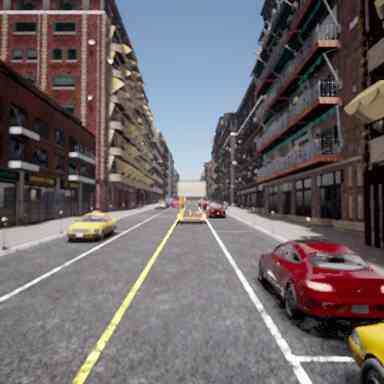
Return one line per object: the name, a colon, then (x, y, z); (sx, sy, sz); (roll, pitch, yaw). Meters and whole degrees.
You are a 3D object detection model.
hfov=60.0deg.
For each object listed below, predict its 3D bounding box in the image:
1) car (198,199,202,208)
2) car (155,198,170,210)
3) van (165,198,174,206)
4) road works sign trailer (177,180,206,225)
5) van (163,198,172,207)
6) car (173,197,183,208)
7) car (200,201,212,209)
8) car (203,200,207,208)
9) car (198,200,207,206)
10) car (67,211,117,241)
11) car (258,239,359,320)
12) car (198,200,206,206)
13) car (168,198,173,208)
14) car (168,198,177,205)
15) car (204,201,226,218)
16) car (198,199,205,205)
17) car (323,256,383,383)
car: (2.557, 2.284, 56.941); (1.887, 1.381, 4.507); (1, -1, 0)
car: (-5.323, 2.263, 56.831); (1.752, 1.417, 4.829); (2, -1, 0)
van: (-5.330, 2.411, 79.124); (1.690, 1.788, 3.998); (1, -1, 0)
road works sign trailer: (-0.023, 0.800, 27.521); (2.380, 3.560, 2.880); (0, -1, 0)
van: (-5.326, 2.325, 73.592); (1.690, 1.788, 3.998); (2, -1, 0)
car: (-2.801, 2.072, 64.631); (2.150, 2.045, 5.566); (0, -1, 1)
car: (2.554, 2.370, 62.473); (2.008, 1.369, 4.403); (1, -1, 0)
car: (2.566, 2.033, 40.523); (1.752, 1.417, 4.829); (1, -1, 0)
car: (2.546, 2.614, 79.063); (1.887, 1.381, 4.507); (1, -1, 0)
car: (-5.302, 1.742, 18.127); (1.752, 1.417, 4.829); (2, -1, 0)
car: (2.581, 1.667, 7.173); (1.802, 1.307, 4.206); (1, -1, 0)
car: (2.543, 2.701, 84.592); (1.887, 1.381, 4.507); (1, -1, 0)
car: (-5.320, 2.135, 62.535); (2.192, 1.841, 5.009); (2, -1, 0)
car: (-5.335, 2.561, 90.183); (2.192, 1.841, 5.009); (1, -1, 0)
car: (2.568, 1.976, 34.821); (1.887, 1.381, 4.507); (1, -1, 0)
car: (2.550, 2.685, 90.125); (1.967, 1.590, 4.097); (1, -1, 0)
car: (2.585, 1.548, 1.815); (1.752, 1.417, 4.829); (2, -1, 0)
